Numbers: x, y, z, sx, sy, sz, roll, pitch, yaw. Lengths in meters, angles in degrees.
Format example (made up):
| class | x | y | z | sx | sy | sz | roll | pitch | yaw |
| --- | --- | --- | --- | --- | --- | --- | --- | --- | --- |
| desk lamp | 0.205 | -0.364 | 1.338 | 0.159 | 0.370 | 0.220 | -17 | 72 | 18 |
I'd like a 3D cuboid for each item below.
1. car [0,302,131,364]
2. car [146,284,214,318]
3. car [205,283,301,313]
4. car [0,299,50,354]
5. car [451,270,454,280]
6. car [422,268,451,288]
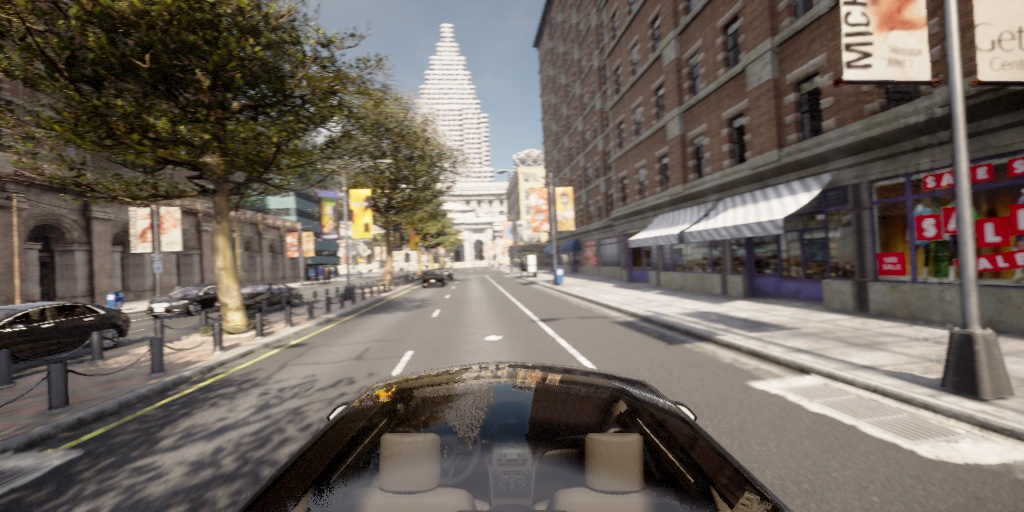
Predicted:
| class | x | y | z | sx | sy | sz | roll | pitch | yaw |
| --- | --- | --- | --- | --- | --- | --- | --- | --- | --- |
| car | -12.323 | 1.982 | 8.803 | 1.837 | 1.490 | 4.892 | -3 | -1 | -6 |
| car | -17.058 | 2.338 | 19.485 | 2.128 | 1.511 | 4.902 | -3 | -1 | -6 |
| car | -13.557 | 2.213 | 19.620 | 2.033 | 1.411 | 5.357 | -3 | -1 | -7 |
| car | -15.896 | 2.174 | 9.283 | 1.837 | 1.490 | 4.892 | -3 | -1 | -6 |
| car | -8.195 | 2.190 | 44.147 | 1.812 | 1.442 | 4.674 | -3 | 0 | -6 |
| car | -6.826 | 1.932 | 32.059 | 1.882 | 1.535 | 5.008 | -3 | 0 | -6 |
